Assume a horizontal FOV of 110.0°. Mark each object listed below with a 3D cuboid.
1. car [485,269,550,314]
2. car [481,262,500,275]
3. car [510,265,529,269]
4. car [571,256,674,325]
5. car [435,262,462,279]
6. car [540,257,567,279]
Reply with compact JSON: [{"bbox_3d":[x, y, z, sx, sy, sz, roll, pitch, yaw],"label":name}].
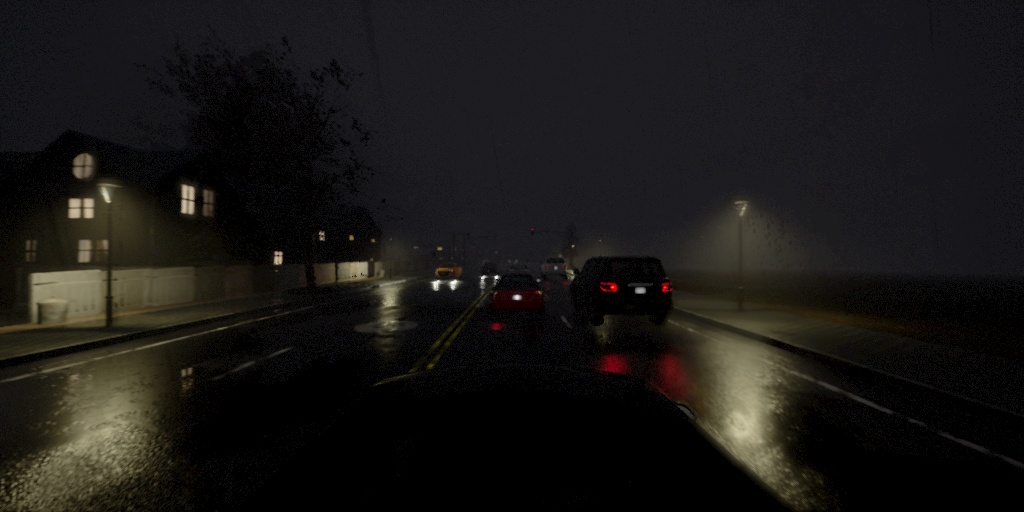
[{"bbox_3d":[0.196,1.361,13.967,1.994,1.385,4.181,0,0,1],"label":"car"},{"bbox_3d":[-2.446,1.425,41.602,1.837,1.490,4.892,0,-1,3],"label":"car"},{"bbox_3d":[0.710,1.486,34.700,1.895,1.301,4.718,0,0,2],"label":"car"},{"bbox_3d":[3.419,1.014,12.137,2.150,2.045,5.566,0,0,1],"label":"car"},{"bbox_3d":[-6.001,1.361,34.379,1.882,1.535,5.008,0,0,2],"label":"car"},{"bbox_3d":[3.938,1.104,34.045,2.150,2.045,5.566,0,0,2],"label":"car"}]
